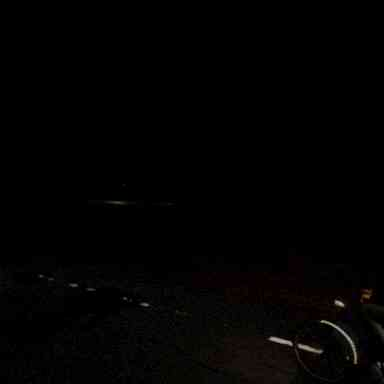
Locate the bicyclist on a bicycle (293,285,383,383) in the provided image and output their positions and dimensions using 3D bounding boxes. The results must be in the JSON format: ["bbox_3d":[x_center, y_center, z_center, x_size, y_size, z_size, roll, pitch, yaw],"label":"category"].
[{"bbox_3d":[1.999,1.385,3.620,1.843,1.776,0.659,0,0,36],"label":"bicyclist on a bicycle"}]
